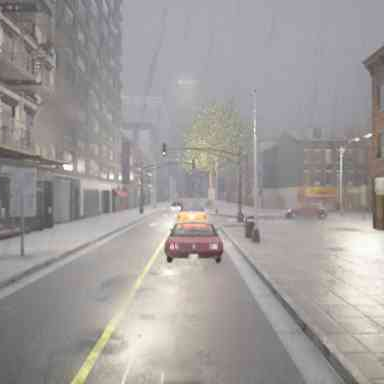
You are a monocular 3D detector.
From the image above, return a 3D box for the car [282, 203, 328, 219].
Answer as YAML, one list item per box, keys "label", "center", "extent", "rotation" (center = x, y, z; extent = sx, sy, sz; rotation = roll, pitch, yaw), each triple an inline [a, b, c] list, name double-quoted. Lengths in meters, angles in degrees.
- label: "car"
  center: [10.930, 1.820, 32.472]
  extent: [4.097, 1.590, 1.967]
  rotation: [0, -1, 0]

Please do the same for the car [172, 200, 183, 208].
- label: "car"
  center: [-2.765, 2.209, 62.994]
  extent: [1.895, 1.301, 4.718]
  rotation: [0, -1, 1]

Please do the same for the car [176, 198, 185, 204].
- label: "car"
  center: [-2.740, 2.086, 79.286]
  extent: [1.994, 1.385, 4.181]
  rotation: [0, -1, 0]

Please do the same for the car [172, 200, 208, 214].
- label: "car"
  center: [0.006, 1.563, 22.374]
  extent: [2.097, 1.767, 4.553]
  rotation: [0, -1, 0]

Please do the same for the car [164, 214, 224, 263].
- label: "car"
  center: [0.069, 1.718, 12.446]
  extent: [1.895, 1.301, 4.718]
  rotation: [0, -1, 0]
